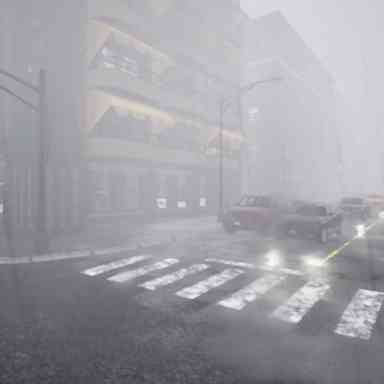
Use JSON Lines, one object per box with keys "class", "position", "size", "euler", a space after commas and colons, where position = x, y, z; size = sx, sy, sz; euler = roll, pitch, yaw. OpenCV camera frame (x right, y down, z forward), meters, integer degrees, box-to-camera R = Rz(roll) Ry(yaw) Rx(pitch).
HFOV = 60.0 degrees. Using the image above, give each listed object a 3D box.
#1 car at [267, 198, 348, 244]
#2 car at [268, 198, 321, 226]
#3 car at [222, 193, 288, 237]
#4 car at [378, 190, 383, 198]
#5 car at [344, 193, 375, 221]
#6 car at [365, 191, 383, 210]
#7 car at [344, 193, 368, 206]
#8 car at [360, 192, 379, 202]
{"class": "car", "position": [5.261, 1.213, 14.647], "size": [1.882, 1.535, 5.008], "euler": [1, 1, 35]}
{"class": "car", "position": [6.613, 1.168, 21.057], "size": [1.887, 1.381, 4.507], "euler": [2, 2, 35]}
{"class": "car", "position": [3.413, 1.019, 16.493], "size": [2.192, 1.841, 5.009], "euler": [2, 2, 35]}
{"class": "car", "position": [38.638, 0.364, 66.637], "size": [1.887, 1.381, 4.507], "euler": [2, 2, 35]}
{"class": "car", "position": [11.188, 1.091, 23.081], "size": [1.837, 1.490, 4.892], "euler": [1, 1, 35]}
{"class": "car", "position": [18.202, 0.888, 33.033], "size": [1.882, 1.535, 5.008], "euler": [1, 1, 35]}
{"class": "car", "position": [19.423, 0.867, 39.289], "size": [1.947, 1.339, 4.313], "euler": [2, 2, 35]}
{"class": "car", "position": [25.828, 0.706, 48.405], "size": [1.947, 1.339, 4.313], "euler": [2, 2, 35]}
